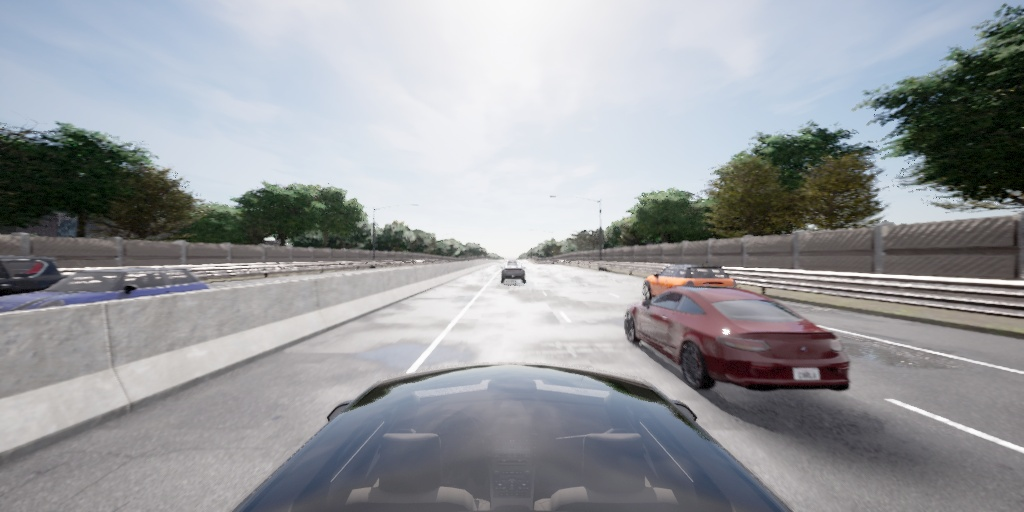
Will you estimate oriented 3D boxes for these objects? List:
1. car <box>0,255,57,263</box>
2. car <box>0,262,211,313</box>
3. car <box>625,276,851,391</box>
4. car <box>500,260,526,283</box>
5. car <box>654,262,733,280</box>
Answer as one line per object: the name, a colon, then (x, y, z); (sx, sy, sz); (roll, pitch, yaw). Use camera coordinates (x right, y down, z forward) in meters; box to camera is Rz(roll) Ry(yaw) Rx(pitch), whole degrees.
car: (-14.051, 0.977, 8.191); (2.150, 2.045, 5.566); (0, 0, 1)
car: (-10.541, 1.106, 9.451); (2.097, 1.767, 4.553); (0, 0, 1)
car: (3.600, 1.278, 6.684); (1.812, 1.442, 4.674); (0, 0, 0)
car: (0.098, 1.281, 28.609); (2.128, 1.511, 4.902); (0, 0, 0)
car: (7.098, 1.114, 14.718); (2.097, 1.767, 4.553); (0, 0, 0)
